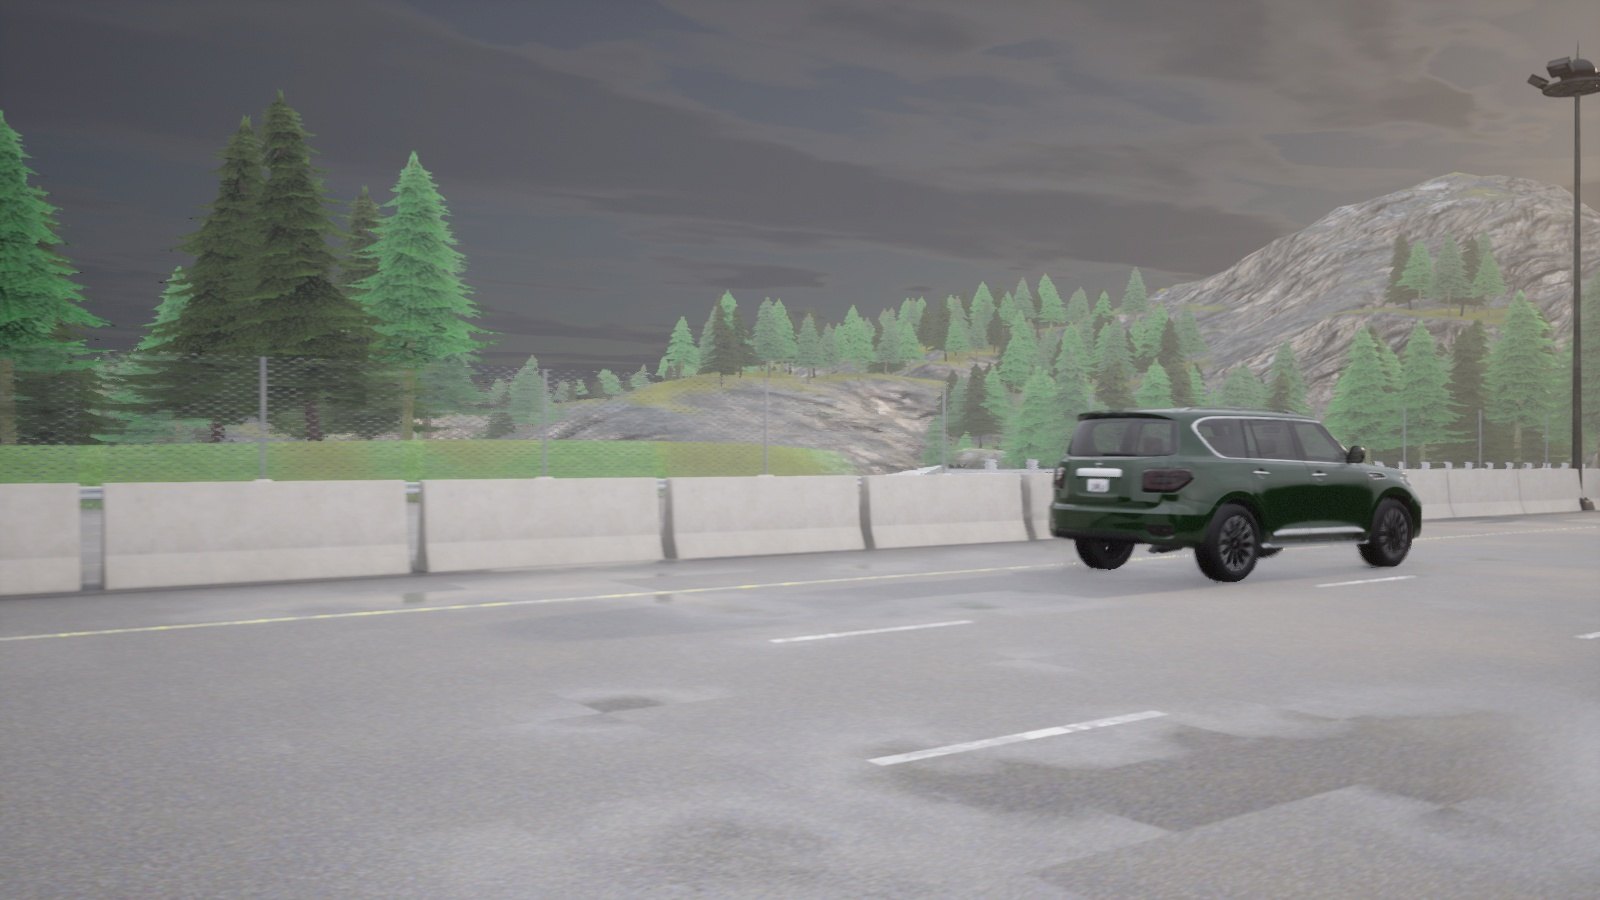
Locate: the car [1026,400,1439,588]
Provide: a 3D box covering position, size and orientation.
[{"bbox_3d":[5.677,0.483,16.140,5.566,2.045,2.150,0,0,-35],"label":"car"}]
